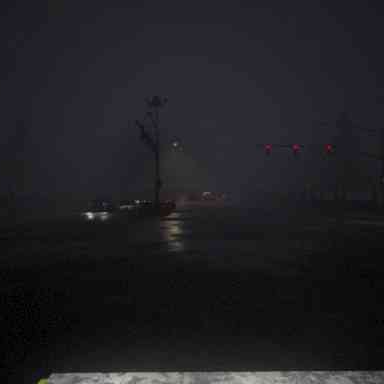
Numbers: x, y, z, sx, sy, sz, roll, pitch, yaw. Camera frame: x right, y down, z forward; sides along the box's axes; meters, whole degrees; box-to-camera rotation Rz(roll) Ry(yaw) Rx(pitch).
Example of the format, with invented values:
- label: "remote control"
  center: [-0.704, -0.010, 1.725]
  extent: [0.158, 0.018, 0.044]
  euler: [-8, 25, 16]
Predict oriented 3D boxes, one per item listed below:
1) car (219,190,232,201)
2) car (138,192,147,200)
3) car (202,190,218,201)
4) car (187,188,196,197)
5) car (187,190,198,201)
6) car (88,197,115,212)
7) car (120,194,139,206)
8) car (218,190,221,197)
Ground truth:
- label: "car"
  center: [7.071, 1.036, 67.806]
  extent: [1.812, 1.442, 4.674]
  euler: [0, 4, 0]
- label: "car"
  center: [-10.540, 0.785, 70.379]
  extent: [1.812, 1.442, 4.674]
  euler: [0, 3, 0]
- label: "car"
  center: [3.569, 0.990, 67.950]
  extent: [2.128, 1.511, 4.902]
  euler: [0, 3, 0]
- label: "car"
  center: [-0.074, 0.184, 78.152]
  extent: [2.128, 1.511, 4.902]
  euler: [0, 7, 0]
- label: "car"
  center: [0.070, 0.842, 68.102]
  extent: [2.097, 1.767, 4.553]
  euler: [0, 4, 0]
- label: "car"
  center: [-10.556, 1.352, 39.048]
  extent: [2.097, 1.767, 4.553]
  euler: [0, 0, 0]
- label: "car"
  center: [-10.563, 1.526, 54.973]
  extent: [2.033, 1.411, 5.357]
  euler: [0, 1, 0]
- label: "car"
  center: [6.927, 0.206, 77.999]
  extent: [1.812, 1.442, 4.674]
  euler: [0, 7, 0]
